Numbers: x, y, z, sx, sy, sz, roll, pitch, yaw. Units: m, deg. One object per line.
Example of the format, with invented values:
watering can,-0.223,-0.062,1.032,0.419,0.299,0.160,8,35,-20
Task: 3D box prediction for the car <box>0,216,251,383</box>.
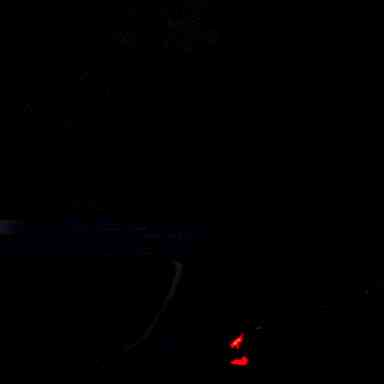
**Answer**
car,-2.165,1.222,1.526,5.566,2.045,2.150,0,0,-36
